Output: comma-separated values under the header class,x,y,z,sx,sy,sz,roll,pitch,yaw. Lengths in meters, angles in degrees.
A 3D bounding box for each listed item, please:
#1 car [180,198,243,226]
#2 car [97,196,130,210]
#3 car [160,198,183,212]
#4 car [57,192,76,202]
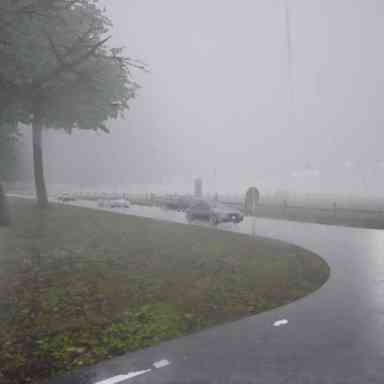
class,x,y,z,sx,sy,sz,roll,pitch,yaw
car,1.368,1.304,21.529,1.994,1.385,4.181,-1,2,-34
car,-8.226,1.084,34.871,1.895,1.301,4.718,-1,1,-36
car,-0.931,1.169,29.654,1.895,1.301,4.718,-1,2,-36
car,-18.843,0.802,49.804,1.837,1.490,4.892,-1,1,-36
